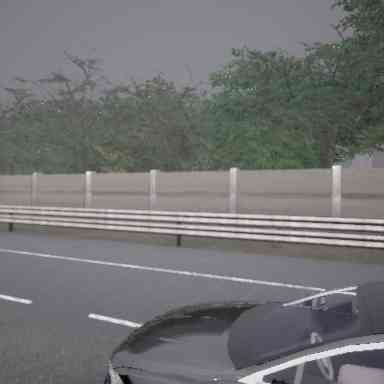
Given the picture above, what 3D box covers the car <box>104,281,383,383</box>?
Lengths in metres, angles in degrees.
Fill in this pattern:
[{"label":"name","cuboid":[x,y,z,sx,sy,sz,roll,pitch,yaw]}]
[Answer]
[{"label":"car","cuboid":[1.577,1.490,2.412,4.902,1.511,2.128,0,0,25]}]
